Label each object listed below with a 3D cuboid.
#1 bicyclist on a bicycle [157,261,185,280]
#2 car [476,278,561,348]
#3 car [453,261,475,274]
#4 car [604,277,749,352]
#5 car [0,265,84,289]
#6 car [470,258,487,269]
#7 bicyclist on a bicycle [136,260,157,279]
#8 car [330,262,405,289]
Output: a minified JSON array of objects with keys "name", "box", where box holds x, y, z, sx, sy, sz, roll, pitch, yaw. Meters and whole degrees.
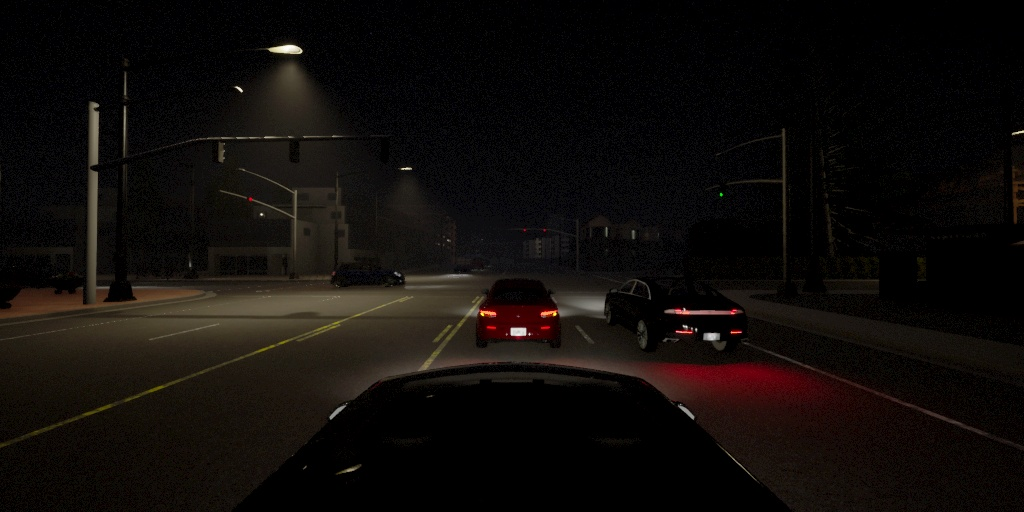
[{"name":"bicyclist on a bicycle","box":[-29.295,1.231,31.027,1.656,1.620,0.582,1,-1,-22]},{"name":"car","box":[0.163,1.288,9.149,1.812,1.442,4.674,0,0,1]},{"name":"car","box":[-6.538,1.697,47.588,1.895,1.301,4.718,0,0,2]},{"name":"car","box":[3.654,1.250,8.904,2.128,1.511,4.902,0,0,1]},{"name":"car","box":[-30.888,1.318,23.412,4.902,1.511,2.128,0,-1,1]},{"name":"car","box":[-6.262,1.319,65.142,2.150,2.045,5.566,0,0,1]},{"name":"bicyclist on a bicycle","box":[-31.231,1.168,31.266,1.656,1.620,0.582,20,6,-26]},{"name":"car","box":[-9.572,1.216,24.103,4.553,1.767,2.097,0,-1,-13]}]
